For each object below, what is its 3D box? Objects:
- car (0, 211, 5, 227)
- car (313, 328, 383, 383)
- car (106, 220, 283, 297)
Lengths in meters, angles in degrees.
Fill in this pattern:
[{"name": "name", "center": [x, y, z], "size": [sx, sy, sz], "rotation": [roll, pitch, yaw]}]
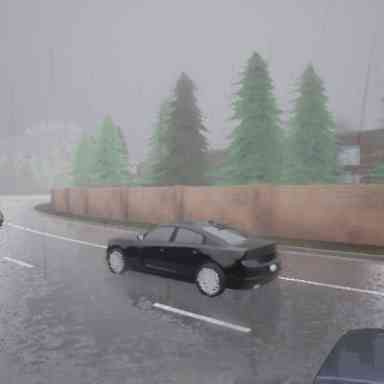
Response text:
[{"name": "car", "center": [-13.677, 1.497, 21.735], "size": [2.033, 1.411, 5.357], "rotation": [0, 0, -40]}, {"name": "car", "center": [3.366, 1.552, 1.599], "size": [5.357, 1.411, 2.033], "rotation": [0, 0, 36]}, {"name": "car", "center": [-0.192, 1.467, 8.660], "size": [5.008, 1.535, 1.882], "rotation": [0, 0, 38]}]
